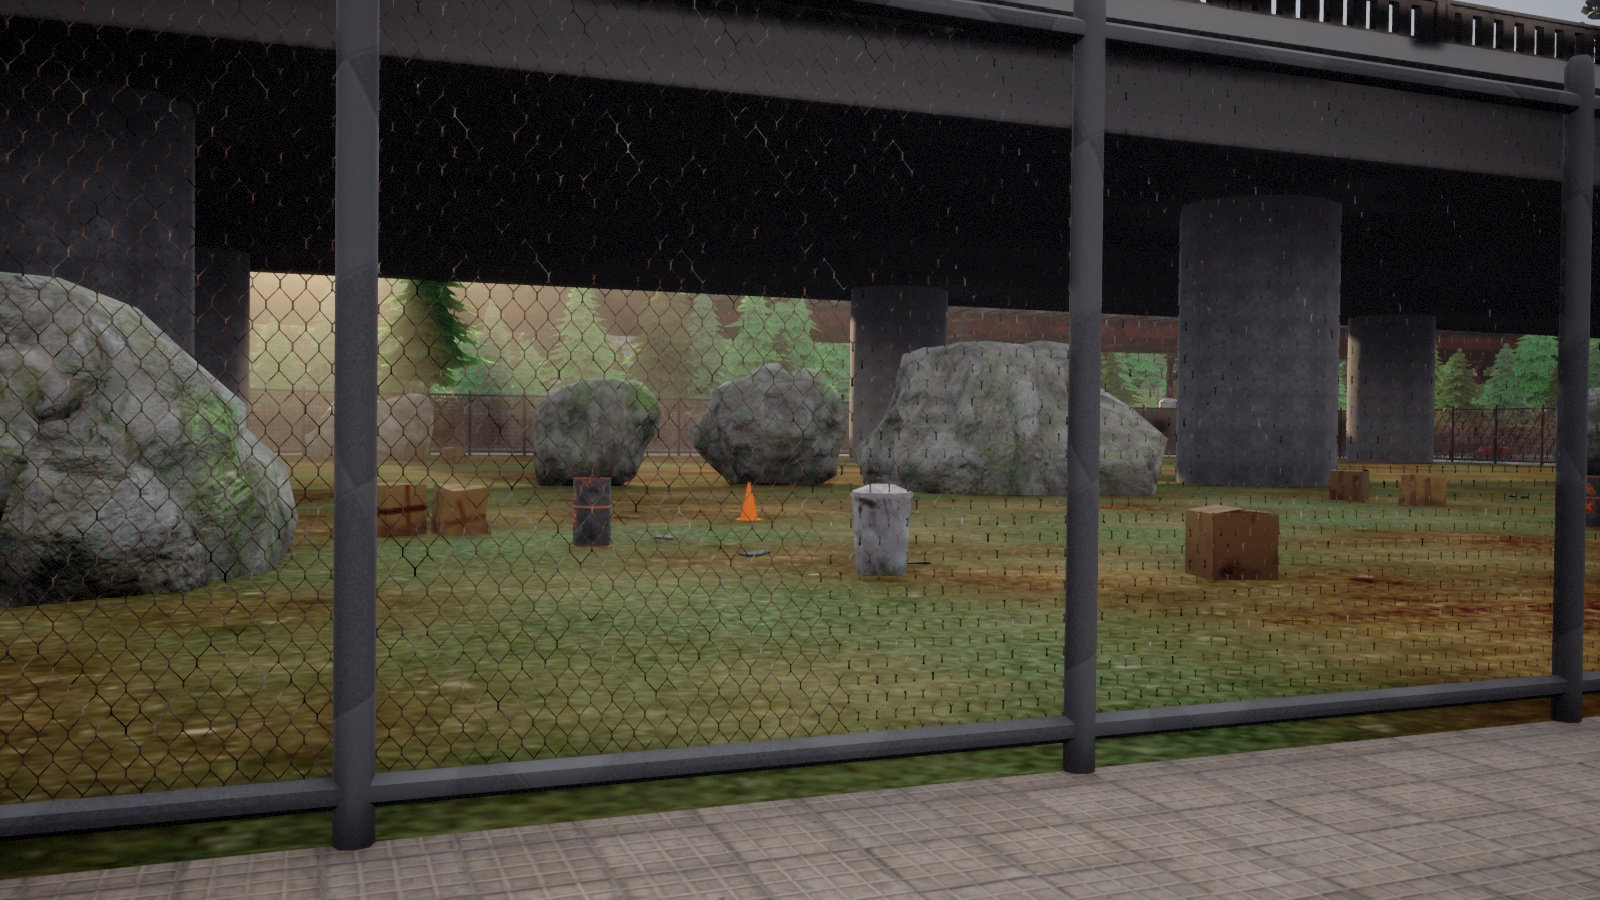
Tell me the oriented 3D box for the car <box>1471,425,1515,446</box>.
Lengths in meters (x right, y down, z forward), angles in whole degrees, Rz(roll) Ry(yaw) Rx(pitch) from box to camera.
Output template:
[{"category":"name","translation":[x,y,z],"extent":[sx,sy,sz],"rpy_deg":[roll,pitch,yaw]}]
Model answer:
[{"category":"car","translation":[47.907,-1.022,86.870],"extent":[1.481,1.376,2.207],"rpy_deg":[-1,1,-21]}]
